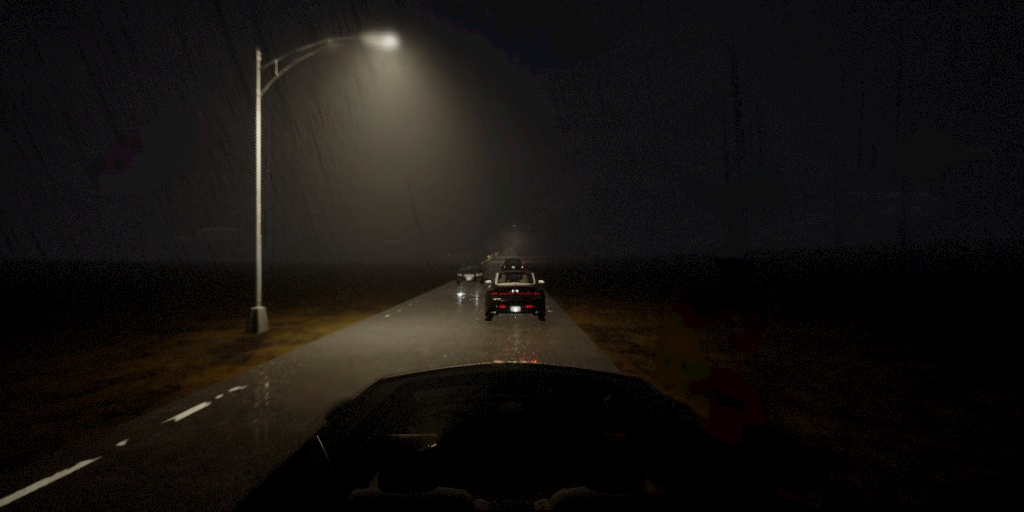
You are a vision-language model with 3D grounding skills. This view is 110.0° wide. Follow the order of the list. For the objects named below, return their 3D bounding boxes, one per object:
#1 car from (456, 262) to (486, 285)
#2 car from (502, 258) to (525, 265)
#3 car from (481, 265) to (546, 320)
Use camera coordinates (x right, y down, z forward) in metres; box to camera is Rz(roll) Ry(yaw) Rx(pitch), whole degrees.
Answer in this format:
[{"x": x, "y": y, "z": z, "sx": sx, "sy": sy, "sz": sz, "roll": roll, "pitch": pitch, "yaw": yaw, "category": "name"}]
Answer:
[{"x": -2.751, "y": 1.179, "z": 25.382, "sx": 2.128, "sy": 1.511, "sz": 4.902, "roll": 0, "pitch": 0, "yaw": 0, "category": "car"}, {"x": 0.107, "y": 0.984, "z": 33.135, "sx": 2.097, "sy": 1.767, "sz": 4.553, "roll": 0, "pitch": 0, "yaw": 0, "category": "car"}, {"x": 0.103, "y": 1.244, "z": 12.543, "sx": 1.837, "sy": 1.490, "sz": 4.892, "roll": 0, "pitch": 0, "yaw": 0, "category": "car"}]
